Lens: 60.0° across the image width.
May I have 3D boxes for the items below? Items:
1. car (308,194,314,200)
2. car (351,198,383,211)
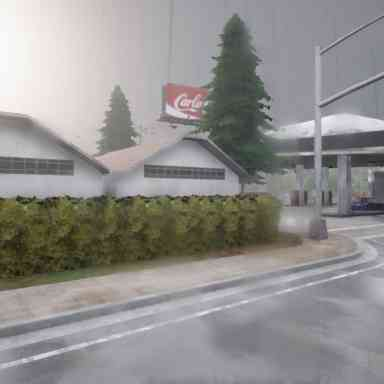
[{"bbox_3d":[31.778,1.328,88.820,2.152,1.636,5.027,0,0,-36],"label":"car"},{"bbox_3d":[20.761,1.479,39.315,4.611,1.667,2.242,0,0,-36],"label":"car"}]
